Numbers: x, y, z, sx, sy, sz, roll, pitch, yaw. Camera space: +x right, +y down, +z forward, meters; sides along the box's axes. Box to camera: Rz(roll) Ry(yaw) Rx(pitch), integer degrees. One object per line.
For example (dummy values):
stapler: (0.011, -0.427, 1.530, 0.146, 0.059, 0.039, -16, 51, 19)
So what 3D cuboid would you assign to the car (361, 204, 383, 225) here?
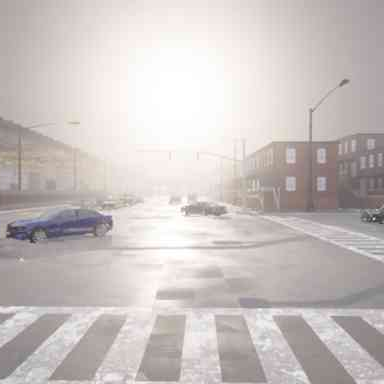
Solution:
car: (14.306, 1.347, 23.204, 4.553, 1.767, 2.097, 0, 0, 0)

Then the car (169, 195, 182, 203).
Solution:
car: (-3.340, 1.340, 66.076, 2.097, 1.767, 4.553, 0, 0, 0)

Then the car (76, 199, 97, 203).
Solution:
car: (-14.039, 1.592, 43.285, 1.895, 1.301, 4.718, 0, 0, 0)

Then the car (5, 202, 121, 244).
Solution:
car: (-6.179, 1.474, 16.048, 1.882, 1.535, 5.008, -1, -1, 42)

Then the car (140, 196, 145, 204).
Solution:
car: (-10.471, 1.492, 65.348, 1.837, 1.490, 4.892, 0, 0, 1)

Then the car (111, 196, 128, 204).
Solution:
car: (-13.971, 1.477, 64.234, 2.128, 1.511, 4.902, 0, 0, 0)

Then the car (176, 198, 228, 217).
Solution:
car: (1.020, 1.541, 30.987, 2.033, 1.411, 5.357, 0, 0, -35)

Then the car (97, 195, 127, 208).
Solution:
car: (-10.534, 1.538, 44.189, 2.033, 1.411, 5.357, 0, 0, 0)

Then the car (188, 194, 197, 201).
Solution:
car: (0.075, 1.288, 81.558, 2.097, 1.767, 4.553, 0, 0, 0)

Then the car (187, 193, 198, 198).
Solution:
car: (0.065, 1.198, 71.116, 2.150, 2.045, 5.566, 0, 0, 0)

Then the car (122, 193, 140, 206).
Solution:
car: (-10.514, 1.210, 54.669, 2.150, 2.045, 5.566, 0, 0, 0)

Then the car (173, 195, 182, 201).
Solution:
car: (-3.426, 1.461, 80.557, 1.882, 1.535, 5.008, 0, 0, 0)
